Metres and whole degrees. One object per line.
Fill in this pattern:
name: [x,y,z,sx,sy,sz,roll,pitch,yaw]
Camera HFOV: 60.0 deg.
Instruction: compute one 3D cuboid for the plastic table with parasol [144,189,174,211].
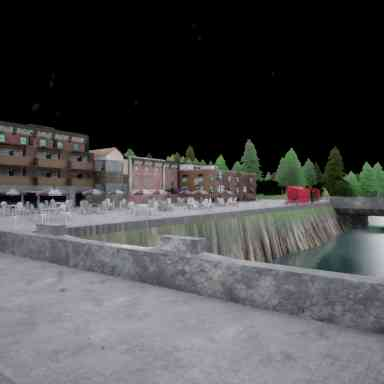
plastic table with parasol: [-3.931,0.925,39.847,2.482,2.480,2.482,0,0,36]
